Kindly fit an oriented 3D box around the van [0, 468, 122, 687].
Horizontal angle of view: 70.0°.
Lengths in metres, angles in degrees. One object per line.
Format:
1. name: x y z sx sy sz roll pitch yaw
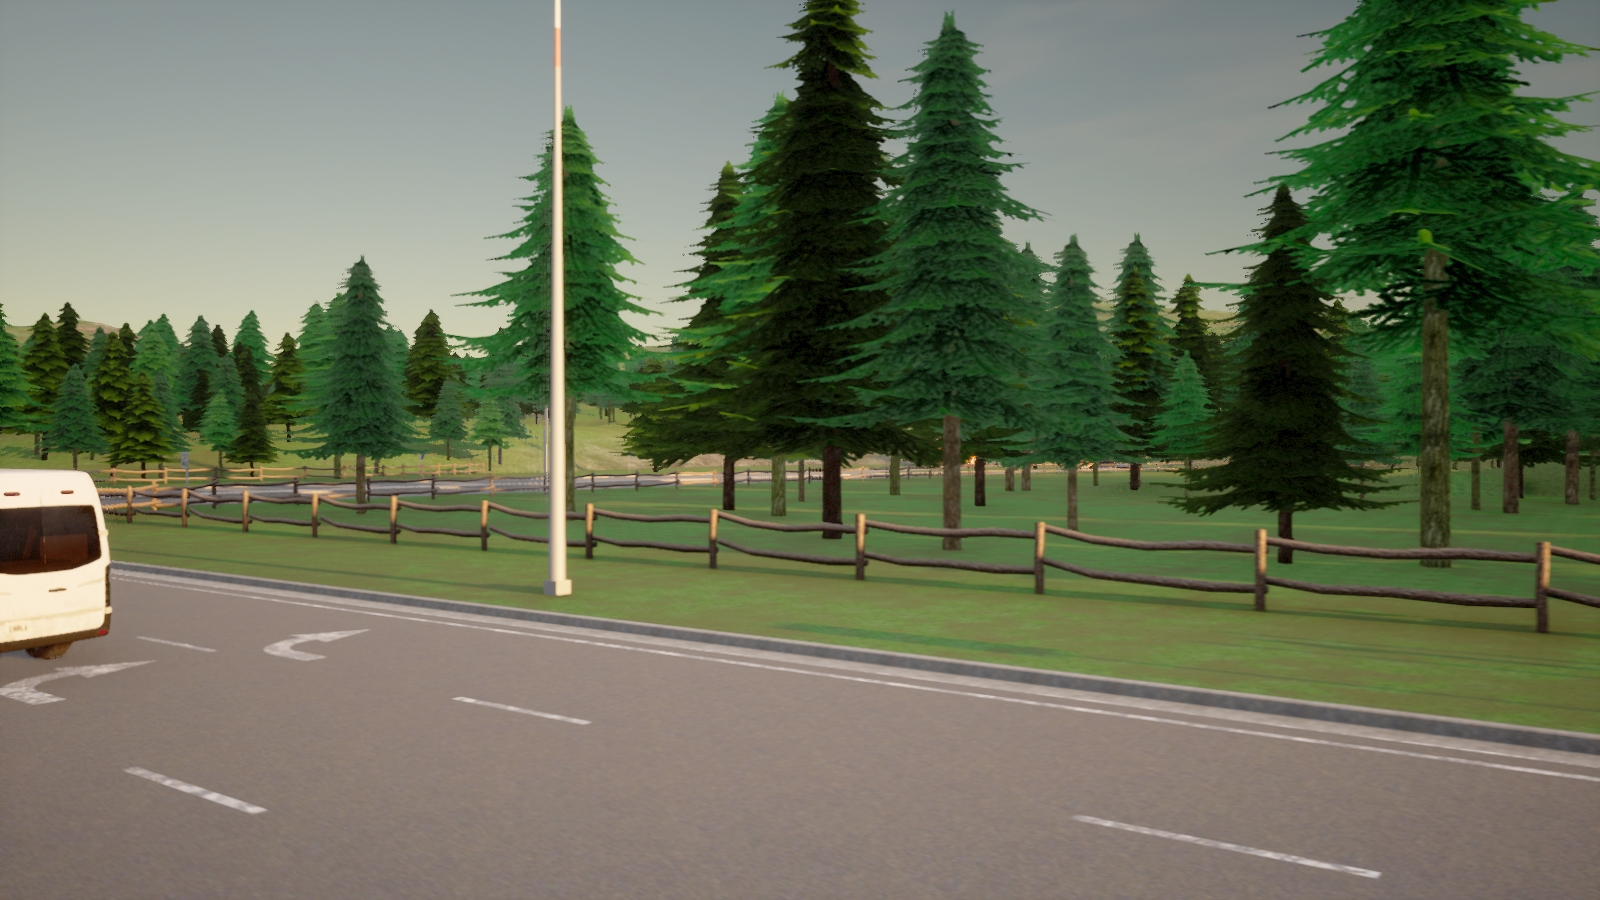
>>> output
1. van: -12.060 1.535 15.278 5.915 2.561 1.988 0 0 22
